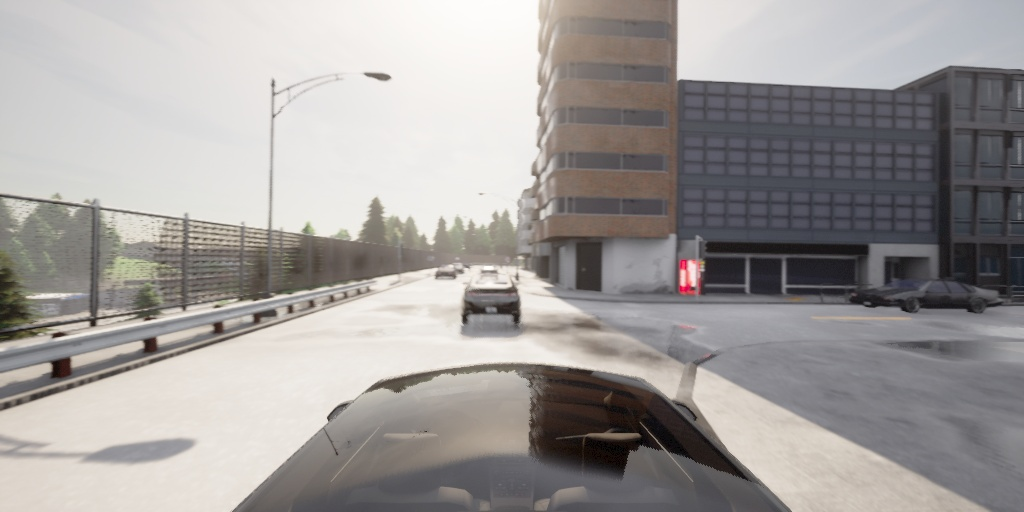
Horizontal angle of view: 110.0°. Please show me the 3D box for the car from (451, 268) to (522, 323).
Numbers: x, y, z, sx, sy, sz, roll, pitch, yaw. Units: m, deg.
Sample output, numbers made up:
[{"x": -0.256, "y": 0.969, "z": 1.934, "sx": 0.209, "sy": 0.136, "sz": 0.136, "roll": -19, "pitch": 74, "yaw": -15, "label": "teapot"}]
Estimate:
[{"x": -0.741, "y": 1.336, "z": 12.568, "sx": 2.128, "sy": 1.511, "sz": 4.902, "roll": 1, "pitch": -1, "yaw": -4, "label": "car"}]

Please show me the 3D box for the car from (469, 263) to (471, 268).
[{"x": -8.211, "y": 1.737, "z": 62.912, "sx": 1.895, "sy": 1.301, "sz": 4.718, "roll": 1, "pitch": -1, "yaw": -4, "label": "car"}]

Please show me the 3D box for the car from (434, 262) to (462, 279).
[{"x": -6.484, "y": 1.550, "z": 35.843, "sx": 1.994, "sy": 1.385, "sz": 4.181, "roll": 1, "pitch": -1, "yaw": -4, "label": "car"}]

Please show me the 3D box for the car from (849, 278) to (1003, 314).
[{"x": 18.050, "y": 1.700, "z": 15.721, "sx": 5.357, "sy": 1.411, "sz": 2.033, "roll": 1, "pitch": -1, "yaw": -4, "label": "car"}]

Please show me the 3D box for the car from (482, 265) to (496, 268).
[{"x": -2.306, "y": 1.597, "z": 35.996, "sx": 2.033, "sy": 1.411, "sz": 5.357, "roll": 1, "pitch": -1, "yaw": -4, "label": "car"}]

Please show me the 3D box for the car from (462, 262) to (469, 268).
[{"x": -7.232, "y": 1.635, "z": 47.416, "sx": 2.033, "sy": 1.411, "sz": 5.357, "roll": 1, "pitch": -1, "yaw": -3, "label": "car"}]
